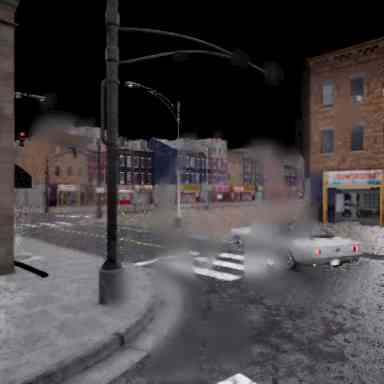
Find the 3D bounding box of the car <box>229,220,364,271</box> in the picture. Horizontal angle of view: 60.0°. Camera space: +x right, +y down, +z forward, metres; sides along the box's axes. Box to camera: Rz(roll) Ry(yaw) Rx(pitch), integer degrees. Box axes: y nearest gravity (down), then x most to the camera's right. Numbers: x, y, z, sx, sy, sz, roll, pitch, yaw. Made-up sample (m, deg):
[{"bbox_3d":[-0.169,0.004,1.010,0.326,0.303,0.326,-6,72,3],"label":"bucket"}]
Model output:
[{"bbox_3d":[3.018,1.579,10.900,1.895,1.301,4.718,0,0,-20],"label":"car"}]
